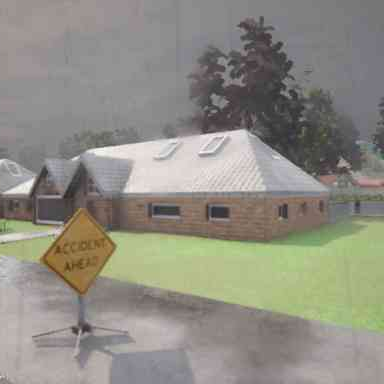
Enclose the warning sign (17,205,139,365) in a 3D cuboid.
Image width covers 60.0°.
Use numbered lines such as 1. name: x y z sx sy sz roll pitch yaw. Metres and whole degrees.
1. warning sign: -1.617 1.153 4.838 1.060 1.860 1.300 -1 0 36
